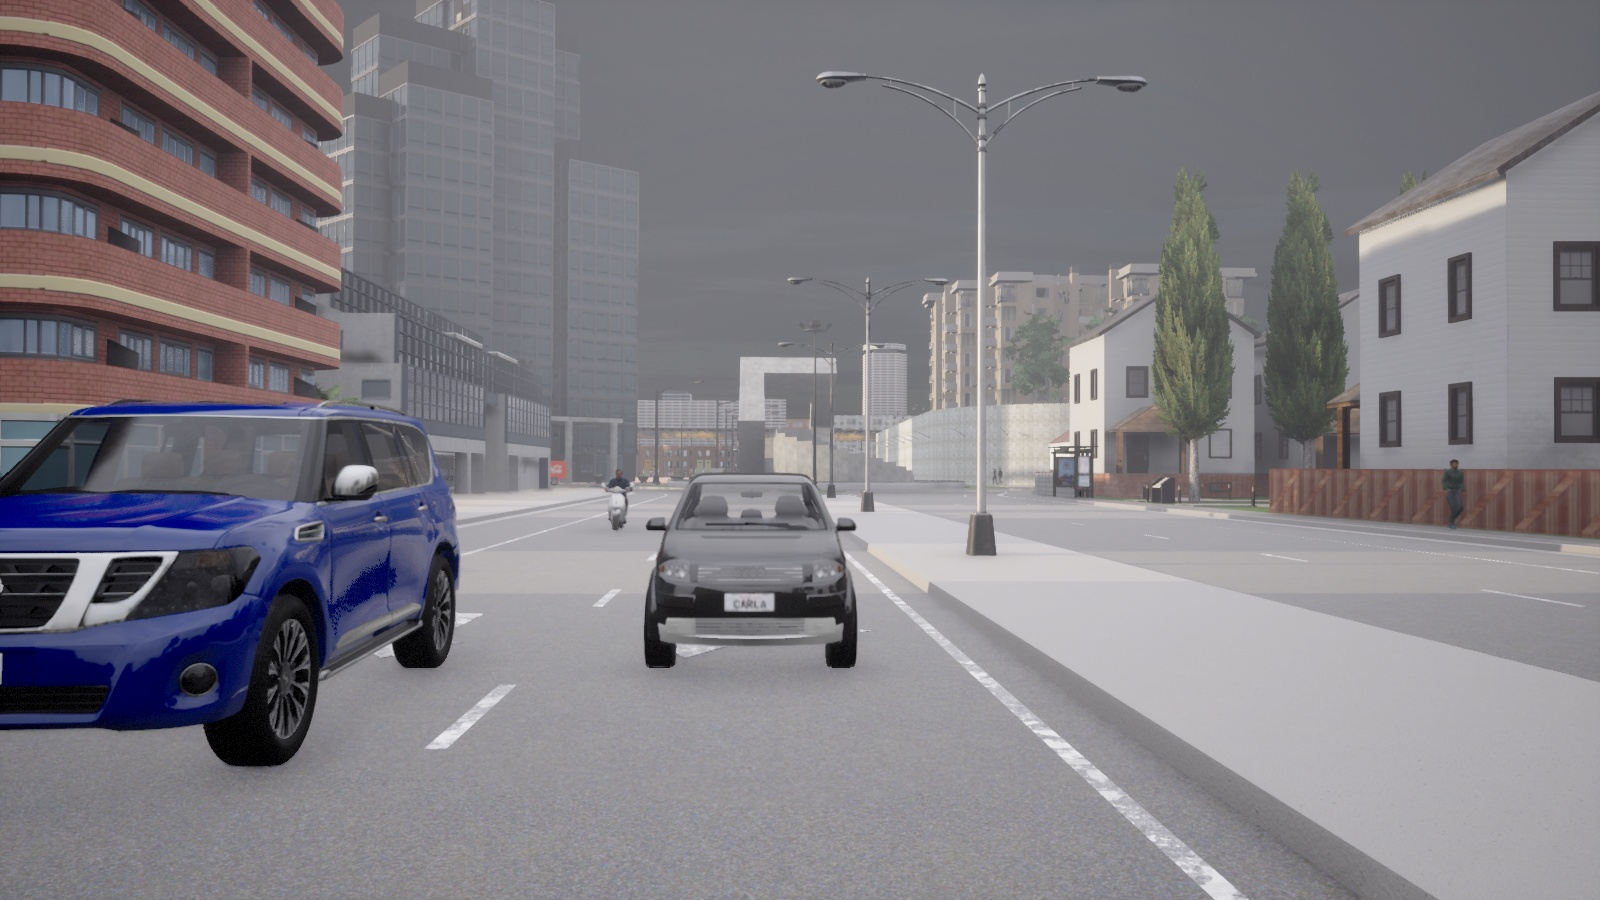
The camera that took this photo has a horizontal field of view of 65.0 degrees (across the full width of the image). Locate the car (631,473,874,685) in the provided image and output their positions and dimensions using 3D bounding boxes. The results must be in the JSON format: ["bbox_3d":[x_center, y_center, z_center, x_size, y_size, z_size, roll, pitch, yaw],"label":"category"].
[{"bbox_3d":[-0.422,0.981,11.129,1.789,1.549,3.705,0,-1,-2],"label":"car"}]

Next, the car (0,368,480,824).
[{"bbox_3d":[-3.823,0.687,8.413,2.150,2.045,5.566,0,-1,-2],"label":"car"}]

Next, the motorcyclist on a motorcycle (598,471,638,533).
[{"bbox_3d":[-4.752,1.338,32.889,0.866,1.590,1.817,0,-1,-2],"label":"motorcyclist on a motorcycle"}]

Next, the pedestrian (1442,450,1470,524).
[{"bbox_3d":[16.473,0.932,31.560,0.353,1.847,0.614,0,-1,-2],"label":"pedestrian"}]
